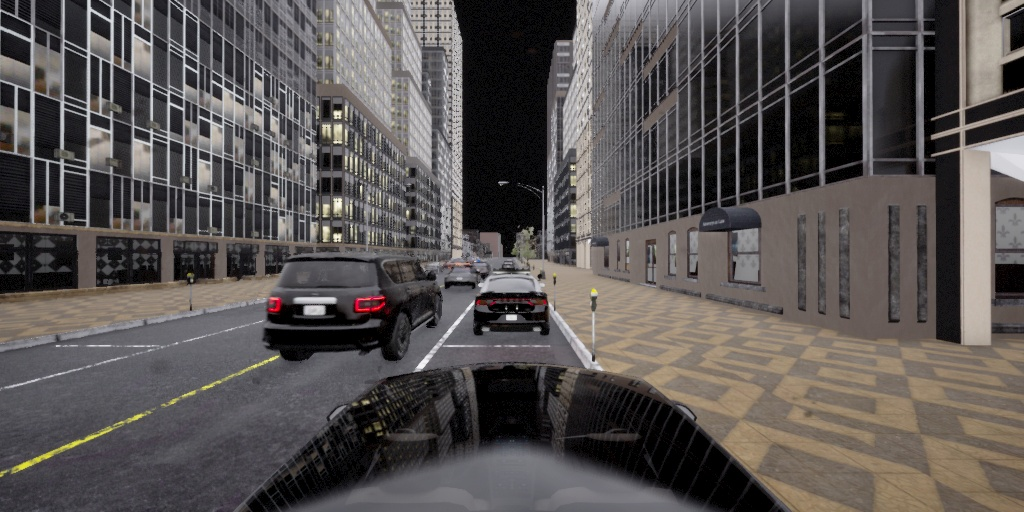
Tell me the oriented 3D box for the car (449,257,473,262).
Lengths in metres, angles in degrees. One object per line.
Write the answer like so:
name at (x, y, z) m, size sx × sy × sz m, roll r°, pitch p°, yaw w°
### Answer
car at (-6.215, 1.085, 42.587) m, size 2.097 × 1.767 × 4.553 m, roll 0°, pitch 0°, yaw 0°

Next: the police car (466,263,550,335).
police car at (-0.012, 1.174, 10.609) m, size 1.930 × 1.638 × 5.238 m, roll 0°, pitch 0°, yaw 0°

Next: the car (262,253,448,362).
car at (-3.143, 0.968, 8.364) m, size 2.150 × 2.045 × 5.566 m, roll 0°, pitch 0°, yaw 0°

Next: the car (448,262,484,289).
car at (-3.084, 1.308, 23.169) m, size 1.994 × 1.385 × 4.181 m, roll 0°, pitch 0°, yaw 0°

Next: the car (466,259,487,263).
car at (-3.100, 1.286, 36.216) m, size 2.033 × 1.411 × 5.357 m, roll 0°, pitch 0°, yaw 0°

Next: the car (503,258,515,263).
car at (-0.455, 1.298, 46.099) m, size 1.948 × 1.339 × 4.313 m, roll 0°, pitch 0°, yaw 0°
